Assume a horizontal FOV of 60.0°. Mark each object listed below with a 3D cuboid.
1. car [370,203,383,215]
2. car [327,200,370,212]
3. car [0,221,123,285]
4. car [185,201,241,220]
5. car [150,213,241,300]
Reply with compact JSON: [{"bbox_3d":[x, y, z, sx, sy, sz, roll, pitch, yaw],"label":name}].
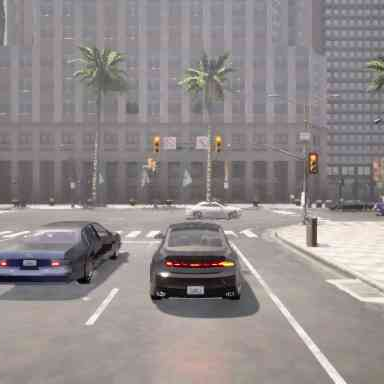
[{"bbox_3d":[19.784,1.525,31.232,4.674,1.442,1.812,0,0,0],"label":"car"},{"bbox_3d":[18.217,1.601,38.437,4.718,1.301,1.895,0,0,0],"label":"car"},{"bbox_3d":[-3.422,1.547,9.553,2.033,1.411,5.357,0,0,0],"label":"car"},{"bbox_3d":[1.769,1.526,27.784,4.674,1.442,1.812,0,0,0],"label":"car"},{"bbox_3d":[0.075,1.505,8.359,1.837,1.490,4.892,0,0,0],"label":"car"}]
